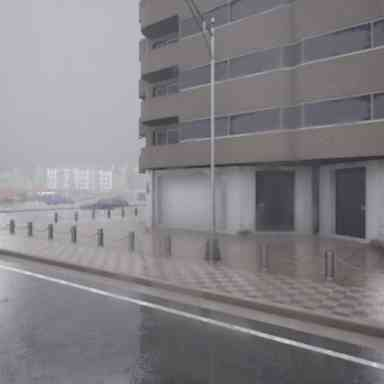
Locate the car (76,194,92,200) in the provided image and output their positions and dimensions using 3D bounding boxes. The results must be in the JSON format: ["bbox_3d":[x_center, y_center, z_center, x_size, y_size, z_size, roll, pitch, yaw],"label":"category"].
[{"bbox_3d":[-29.158,1.412,89.824,1.970,1.475,3.806,0,0,35],"label":"car"}]

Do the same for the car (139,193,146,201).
[{"bbox_3d":[-10.704,1.185,76.919,1.905,1.878,3.866,0,0,35],"label":"car"}]

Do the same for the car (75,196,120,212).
[{"bbox_3d":[-11.377,1.565,40.303,1.812,1.442,4.674,0,0,35],"label":"car"}]

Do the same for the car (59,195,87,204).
[{"bbox_3d":[-22.946,1.423,64.169,1.970,1.475,3.806,0,0,35],"label":"car"}]

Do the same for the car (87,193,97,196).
[{"bbox_3d":[-26.794,1.175,88.153,1.905,1.878,3.866,0,0,35],"label":"car"}]

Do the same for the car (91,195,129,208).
[{"bbox_3d":[-11.277,1.584,46.603,2.033,1.411,5.357,0,0,35],"label":"car"}]

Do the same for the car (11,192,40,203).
[{"bbox_3d":[-36.834,1.172,73.795,1.932,1.855,4.605,0,0,35],"label":"car"}]

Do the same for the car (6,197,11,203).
[{"bbox_3d":[-39.169,1.381,75.510,1.784,1.438,3.905,0,0,35],"label":"car"}]
